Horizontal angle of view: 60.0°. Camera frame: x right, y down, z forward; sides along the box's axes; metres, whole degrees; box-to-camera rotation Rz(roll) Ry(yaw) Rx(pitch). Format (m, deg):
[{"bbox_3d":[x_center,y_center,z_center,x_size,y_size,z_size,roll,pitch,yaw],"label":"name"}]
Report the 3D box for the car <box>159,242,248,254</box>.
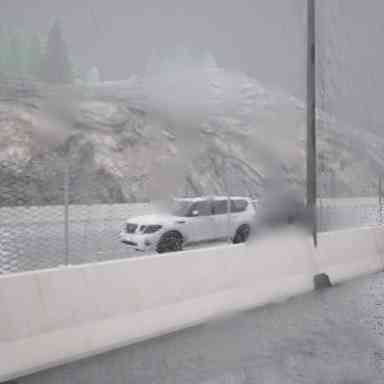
[{"bbox_3d":[0.140,1.187,12.685,5.566,2.045,2.150,0,0,-35],"label":"car"}]
